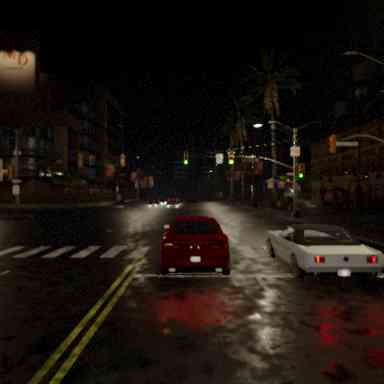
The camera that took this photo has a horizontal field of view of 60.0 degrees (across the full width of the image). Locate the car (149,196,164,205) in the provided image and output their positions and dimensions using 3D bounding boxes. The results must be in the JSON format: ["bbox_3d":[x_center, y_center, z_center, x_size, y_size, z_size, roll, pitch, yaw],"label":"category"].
[{"bbox_3d":[-7.003,1.676,62.558,2.033,1.411,5.357,0,0,0],"label":"car"}]

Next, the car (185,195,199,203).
[{"bbox_3d":[-0.004,1.707,75.716,1.994,1.385,4.181,0,0,0],"label":"car"}]

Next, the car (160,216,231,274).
[{"bbox_3d":[0.092,1.499,10.657,1.882,1.535,5.008,0,0,0],"label":"car"}]

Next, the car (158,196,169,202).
[{"bbox_3d":[-7.007,1.693,82.169,2.128,1.511,4.902,0,0,0],"label":"car"}]

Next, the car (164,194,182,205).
[{"bbox_3d":[-3.503,1.479,62.263,2.097,1.767,4.553,0,0,0],"label":"car"}]

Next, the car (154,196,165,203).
[{"bbox_3d":[-7.004,1.672,72.053,1.812,1.442,4.674,0,0,0],"label":"car"}]

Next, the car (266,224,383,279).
[{"bbox_3d":[3.595,1.621,10.053,1.895,1.301,4.718,0,0,0],"label":"car"}]
